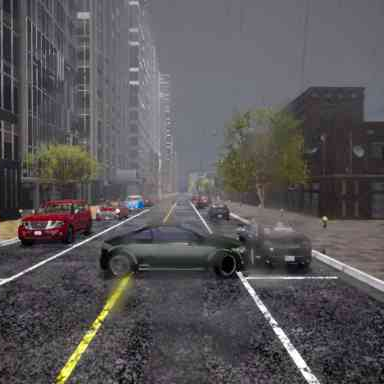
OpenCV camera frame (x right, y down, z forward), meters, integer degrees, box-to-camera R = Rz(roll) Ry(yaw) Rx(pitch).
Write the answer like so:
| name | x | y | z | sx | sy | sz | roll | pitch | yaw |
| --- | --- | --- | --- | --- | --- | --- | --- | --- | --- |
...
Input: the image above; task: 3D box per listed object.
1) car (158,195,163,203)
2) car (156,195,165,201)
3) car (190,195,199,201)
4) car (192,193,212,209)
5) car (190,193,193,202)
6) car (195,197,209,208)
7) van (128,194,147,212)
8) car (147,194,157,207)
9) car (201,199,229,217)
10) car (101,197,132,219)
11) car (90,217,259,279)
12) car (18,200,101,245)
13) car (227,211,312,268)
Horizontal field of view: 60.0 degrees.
| name | x | y | z | sx | sy | sz | roll | pitch | yaw |
| --- | --- | --- | --- | --- | --- | --- | --- | --- | --- |
| car | -7.350 | 1.522 | 66.227 | 1.887 | 1.381 | 4.507 | -1 | 0 | -1 |
| car | -7.768 | 1.496 | 82.656 | 1.752 | 1.417 | 4.829 | -1 | 0 | -1 |
| car | 0.606 | 1.537 | 83.027 | 1.947 | 1.339 | 4.313 | -1 | 0 | -1 |
| car | 1.585 | 1.301 | 44.298 | 2.192 | 1.841 | 5.009 | -1 | 0 | -1 |
| car | 0.883 | 1.290 | 71.962 | 2.192 | 1.841 | 5.009 | -1 | 0 | -1 |
| car | 1.444 | 1.509 | 50.000 | 1.752 | 1.417 | 4.829 | -1 | 0 | -1 |
| van | -6.651 | 1.329 | 38.562 | 1.690 | 1.788 | 3.998 | -1 | 0 | -1 |
| car | -6.932 | 1.298 | 49.627 | 2.192 | 1.841 | 5.009 | -1 | 0 | -1 |
| car | 2.041 | 1.543 | 26.964 | 2.008 | 1.369 | 4.403 | -1 | 0 | -1 |
| car | -6.362 | 1.432 | 26.768 | 1.967 | 1.590 | 4.097 | -1 | 0 | -1 |
| car | -0.457 | 1.557 | 9.505 | 4.181 | 1.385 | 1.994 | 0 | 0 | -1 |
| car | -6.174 | 1.310 | 15.700 | 2.192 | 1.841 | 5.009 | -1 | 0 | -1 |
| car | 2.561 | 1.548 | 11.105 | 2.008 | 1.369 | 4.403 | -1 | 0 | -1 |
